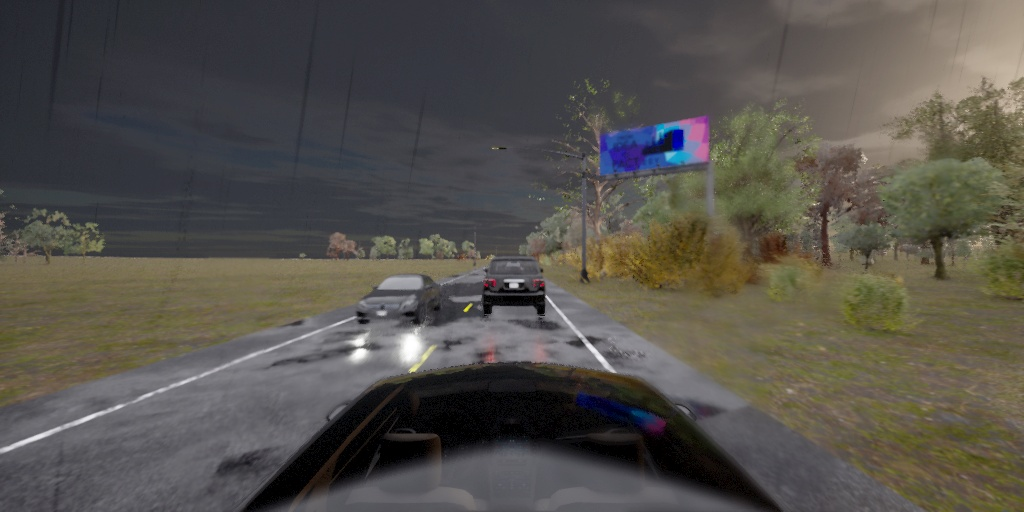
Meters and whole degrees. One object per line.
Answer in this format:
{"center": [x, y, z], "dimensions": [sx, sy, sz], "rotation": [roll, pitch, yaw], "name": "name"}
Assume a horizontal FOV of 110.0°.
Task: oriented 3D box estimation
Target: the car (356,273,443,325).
{"center": [-3.576, 1.330, 12.215], "dimensions": [1.812, 1.442, 4.674], "rotation": [0, 0, 0], "name": "car"}

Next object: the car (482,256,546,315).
{"center": [0.078, 1.036, 13.977], "dimensions": [2.150, 2.045, 5.566], "rotation": [0, 0, 0], "name": "car"}
